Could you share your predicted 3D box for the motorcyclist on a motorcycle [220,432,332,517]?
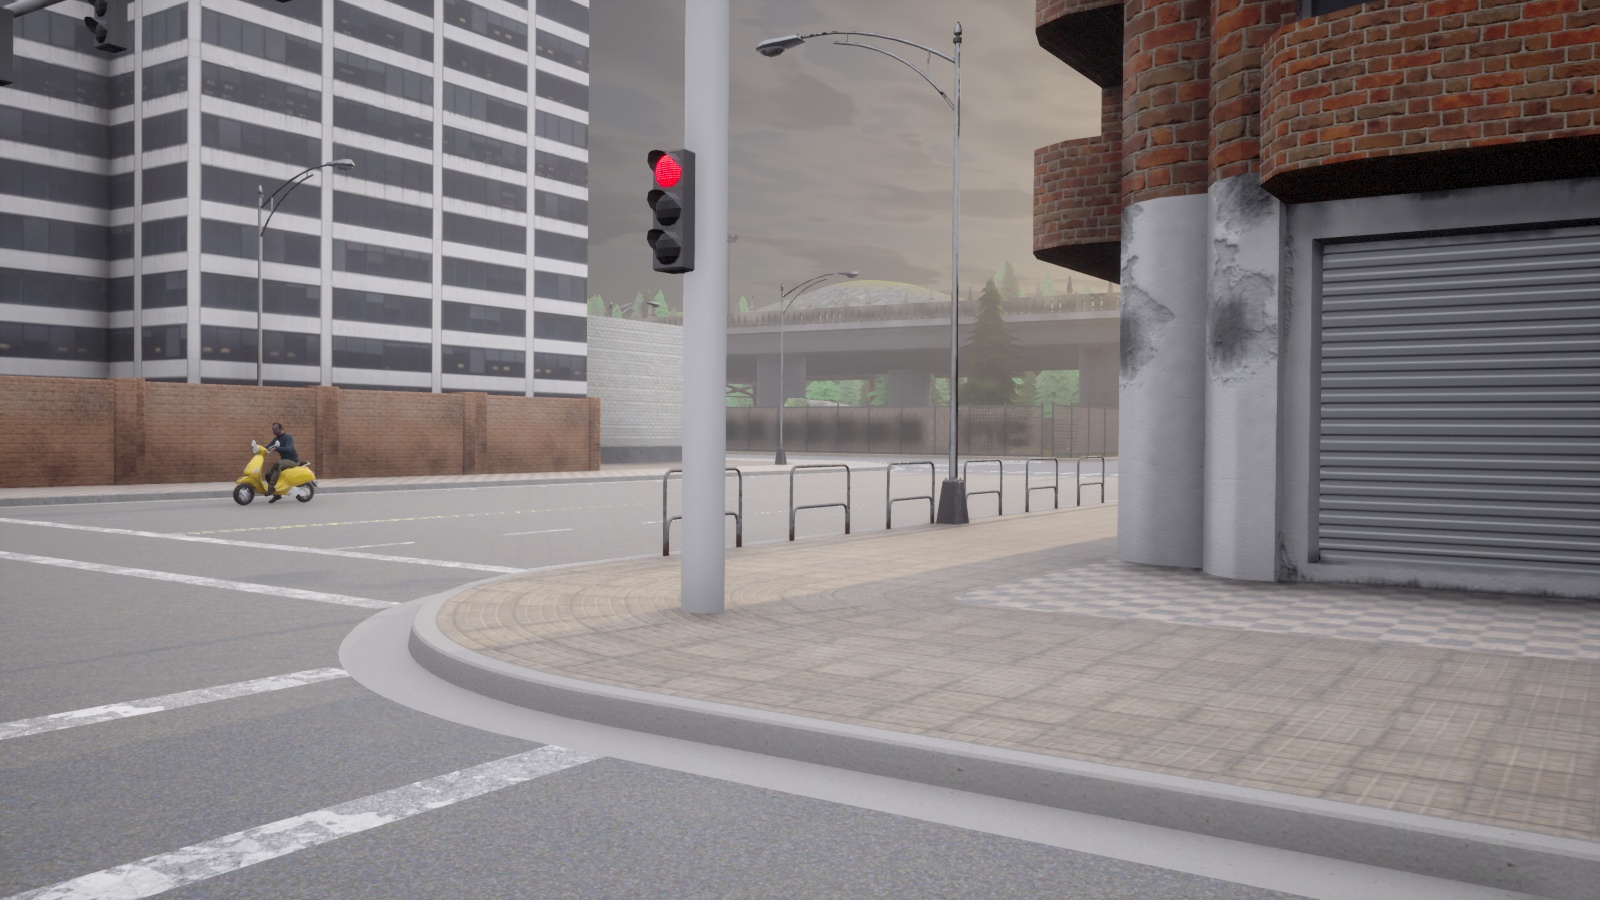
[{"bbox_3d":[-10.189,0.443,24.478,0.866,1.590,1.817,0,1,33],"label":"motorcyclist on a motorcycle"}]
